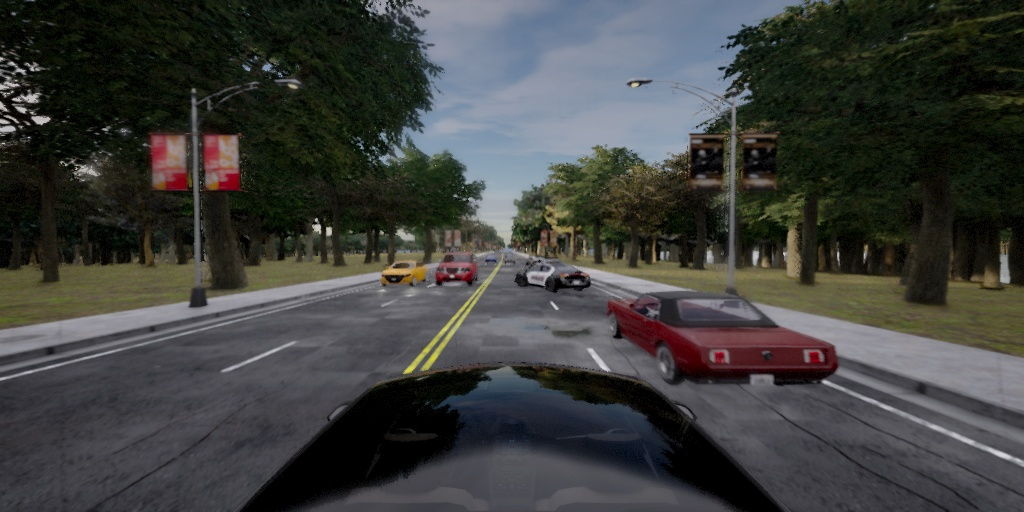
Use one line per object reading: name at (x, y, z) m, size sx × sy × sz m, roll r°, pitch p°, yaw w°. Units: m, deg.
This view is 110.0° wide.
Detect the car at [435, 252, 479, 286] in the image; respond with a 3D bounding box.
car at (-3.408, 0.759, 23.102) m, size 2.150 × 2.045 × 5.566 m, roll 0°, pitch 1°, yaw 0°

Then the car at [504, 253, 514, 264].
car at (-0.367, 0.627, 60.478) m, size 2.033 × 1.411 × 5.357 m, roll 0°, pitch 1°, yaw -1°

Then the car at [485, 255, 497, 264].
car at (-3.690, 0.519, 63.049) m, size 1.882 × 1.535 × 5.008 m, roll 0°, pitch 1°, yaw 0°

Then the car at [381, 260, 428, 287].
car at (-6.654, 1.022, 22.646) m, size 1.882 × 1.535 × 5.008 m, roll 0°, pitch 1°, yaw 0°

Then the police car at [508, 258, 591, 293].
police car at (2.002, 1.082, 19.622) m, size 2.038 × 1.542 × 4.974 m, roll 0°, pitch 1°, yaw -29°

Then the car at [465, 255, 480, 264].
car at (-6.930, 0.592, 63.022) m, size 2.033 × 1.411 × 5.357 m, roll 0°, pitch 1°, yaw 0°

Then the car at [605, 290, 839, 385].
car at (3.245, 1.303, 6.864) m, size 1.895 × 1.301 × 4.718 m, roll 0°, pitch 1°, yaw 0°

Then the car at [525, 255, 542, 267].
car at (2.987, 0.699, 50.872) m, size 2.128 × 1.511 × 4.902 m, roll 0°, pitch 1°, yaw -1°

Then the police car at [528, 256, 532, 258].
police car at (3.086, 0.768, 39.972) m, size 1.930 × 1.638 × 5.238 m, roll 0°, pitch 1°, yaw 0°

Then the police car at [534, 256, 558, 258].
police car at (3.163, 0.898, 28.962) m, size 1.930 × 1.638 × 5.238 m, roll 0°, pitch 1°, yaw 0°
